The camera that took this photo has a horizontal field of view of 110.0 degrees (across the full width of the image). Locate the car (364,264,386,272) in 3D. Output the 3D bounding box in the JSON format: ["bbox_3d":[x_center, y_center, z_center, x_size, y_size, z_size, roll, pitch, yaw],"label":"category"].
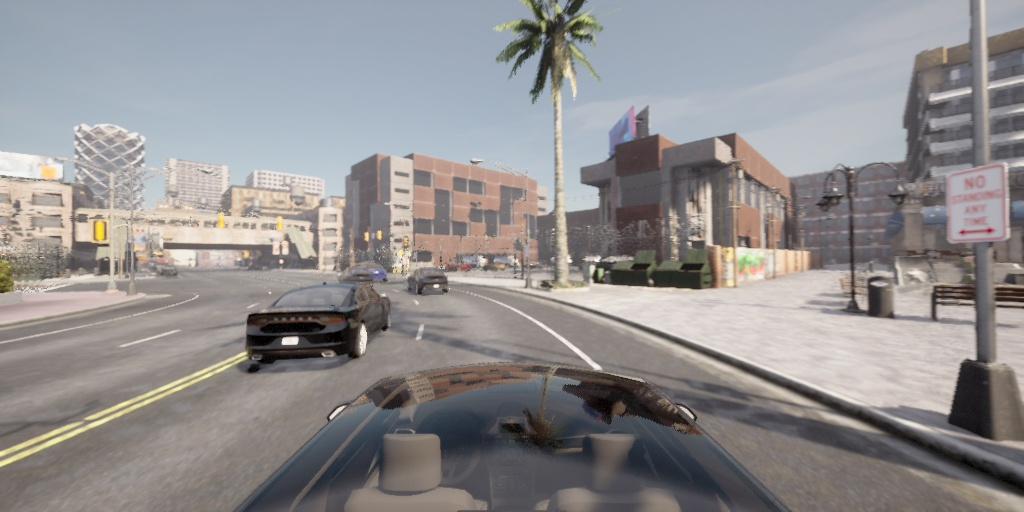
[{"bbox_3d":[-13.711,1.556,34.247,2.097,1.767,4.553,0,-1,-41],"label":"car"}]

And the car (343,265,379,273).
[{"bbox_3d":[-11.440,1.610,26.185,1.837,1.490,4.892,0,-1,-34],"label":"car"}]

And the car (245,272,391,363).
[{"bbox_3d":[-4.209,1.340,8.636,1.882,1.535,5.008,0,-1,-9],"label":"car"}]

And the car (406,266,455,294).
[{"bbox_3d":[-5.424,1.506,22.718,1.837,1.490,4.892,0,0,-27],"label":"car"}]
